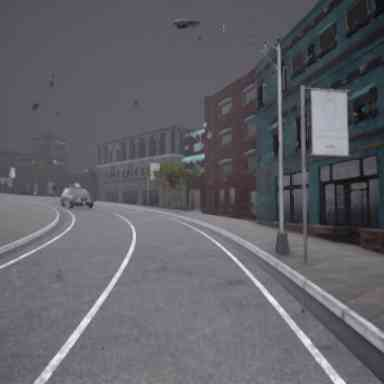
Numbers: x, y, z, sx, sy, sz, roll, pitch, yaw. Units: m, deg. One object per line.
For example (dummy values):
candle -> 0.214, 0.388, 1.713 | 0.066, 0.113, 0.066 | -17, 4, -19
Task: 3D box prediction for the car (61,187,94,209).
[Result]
car -> -11.813, 0.600, 34.157 | 2.150, 2.045, 5.566 | 2, 1, -33
